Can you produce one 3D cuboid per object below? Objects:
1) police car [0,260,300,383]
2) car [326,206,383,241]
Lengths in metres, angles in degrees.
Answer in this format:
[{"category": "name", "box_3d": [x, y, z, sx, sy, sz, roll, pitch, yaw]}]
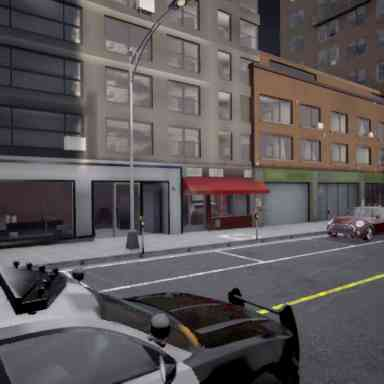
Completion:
[{"category": "police car", "box_3d": [-1.161, 1.425, 2.605, 5.238, 1.638, 1.930, 0, 0, -36]}, {"category": "car", "box_3d": [8.456, 1.435, 16.440, 4.097, 1.590, 1.967, 0, -1, -35]}]
